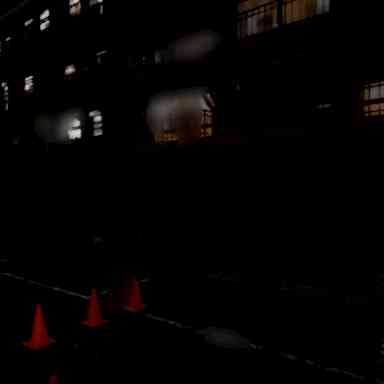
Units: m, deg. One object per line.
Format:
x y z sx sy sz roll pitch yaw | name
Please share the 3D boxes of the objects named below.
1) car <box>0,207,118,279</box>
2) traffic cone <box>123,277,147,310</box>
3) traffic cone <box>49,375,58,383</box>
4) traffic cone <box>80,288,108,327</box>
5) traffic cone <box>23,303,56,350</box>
-4.436 1.361 10.219 5.009 1.841 2.192 0 -1 36 | car
-1.131 1.990 6.636 0.340 0.580 0.340 0 0 36 | traffic cone
-1.264 1.971 3.033 0.340 0.580 0.340 0 0 36 | traffic cone
-1.716 1.984 5.825 0.340 0.580 0.340 0 0 36 | traffic cone
-2.302 1.979 5.014 0.340 0.580 0.340 0 0 36 | traffic cone
